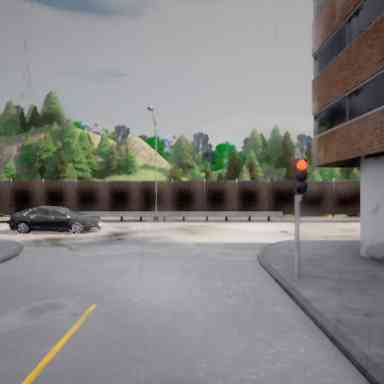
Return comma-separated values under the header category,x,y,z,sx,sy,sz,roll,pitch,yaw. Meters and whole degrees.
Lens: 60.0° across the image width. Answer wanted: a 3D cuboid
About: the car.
category,x,y,z,sx,sy,sz,roll,pitch,yaw
car,-7.507,1.579,18.459,4.892,1.490,1.837,1,0,0
